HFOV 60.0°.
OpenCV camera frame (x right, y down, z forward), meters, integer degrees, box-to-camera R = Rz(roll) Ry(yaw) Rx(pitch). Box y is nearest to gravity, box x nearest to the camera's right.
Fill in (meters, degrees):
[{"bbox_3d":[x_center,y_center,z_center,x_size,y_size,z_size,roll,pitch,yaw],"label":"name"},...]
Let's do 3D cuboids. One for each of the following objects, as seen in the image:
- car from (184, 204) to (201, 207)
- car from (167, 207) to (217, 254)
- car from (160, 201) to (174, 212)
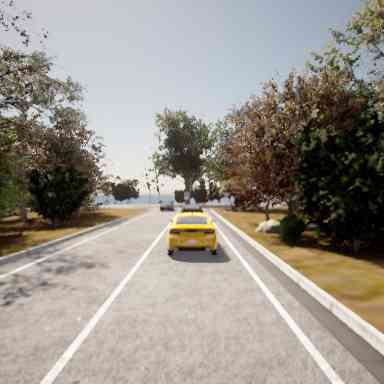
[{"bbox_3d":[0.020,1.769,29.240,1.882,1.535,5.008,0,0,1],"label":"car"},{"bbox_3d":[0.024,1.621,14.237,1.882,1.535,5.008,0,0,1],"label":"car"},{"bbox_3d":[-3.520,2.020,47.520,2.033,1.411,5.357,0,-1,0],"label":"car"}]
